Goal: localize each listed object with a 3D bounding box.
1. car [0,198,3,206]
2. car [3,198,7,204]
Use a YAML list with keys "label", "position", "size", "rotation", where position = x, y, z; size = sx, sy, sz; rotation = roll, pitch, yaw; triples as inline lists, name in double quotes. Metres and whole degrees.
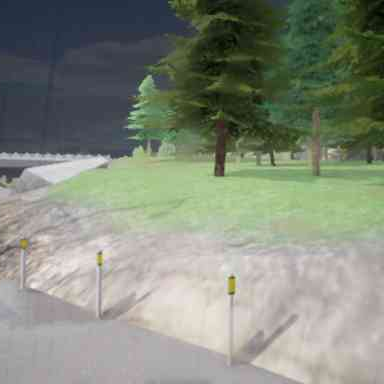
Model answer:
- label: "car"
  position: [-37.390, 2.193, 61.867]
  size: [1.882, 1.535, 5.008]
  rotation: [0, 0, -14]
- label: "car"
  position: [-39.829, 2.037, 71.968]
  size: [2.097, 1.767, 4.553]
  rotation: [0, 0, -14]
